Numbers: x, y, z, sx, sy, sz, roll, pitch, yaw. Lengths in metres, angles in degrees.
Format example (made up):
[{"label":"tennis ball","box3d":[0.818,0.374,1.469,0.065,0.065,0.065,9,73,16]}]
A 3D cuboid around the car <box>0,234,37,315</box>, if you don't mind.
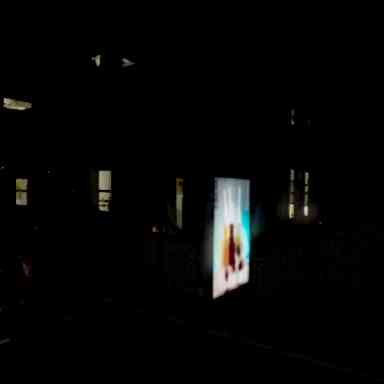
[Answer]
[{"label":"car","box3d":[-4.788,1.395,6.279,4.097,1.590,1.967,0,1,35]}]
